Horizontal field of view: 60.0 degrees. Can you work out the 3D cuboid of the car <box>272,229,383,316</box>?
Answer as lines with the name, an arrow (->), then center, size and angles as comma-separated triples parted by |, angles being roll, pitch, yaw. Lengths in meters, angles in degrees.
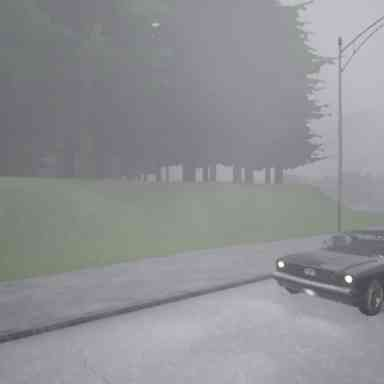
car -> 4.003, 1.589, 7.635 | 4.718, 1.301, 1.895 | 0, 0, -37
